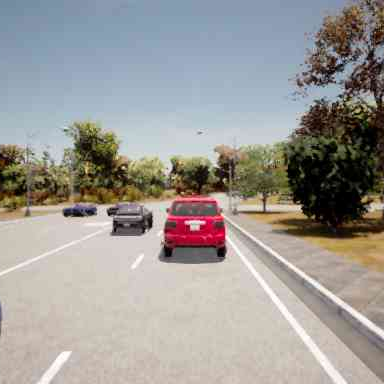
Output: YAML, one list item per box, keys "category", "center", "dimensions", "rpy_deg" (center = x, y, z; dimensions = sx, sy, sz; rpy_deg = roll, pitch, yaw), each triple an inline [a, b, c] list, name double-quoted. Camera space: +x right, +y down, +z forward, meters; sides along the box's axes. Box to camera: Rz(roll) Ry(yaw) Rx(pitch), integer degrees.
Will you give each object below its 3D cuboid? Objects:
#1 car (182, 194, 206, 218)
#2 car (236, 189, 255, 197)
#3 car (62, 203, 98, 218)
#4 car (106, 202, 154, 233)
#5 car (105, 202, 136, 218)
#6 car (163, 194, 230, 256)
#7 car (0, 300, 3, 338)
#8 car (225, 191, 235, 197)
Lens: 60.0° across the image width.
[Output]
- category: "car"
  center: [0.244, 1.285, 31.666]
  dimensions: [2.150, 2.045, 5.566]
  rpy_deg: [0, -1, 1]
- category: "car"
  center: [14.897, 0.242, 92.857]
  dimensions: [2.150, 2.045, 5.566]
  rpy_deg: [0, 3, 30]
- category: "car"
  center: [-10.427, 1.672, 31.192]
  dimensions: [1.895, 1.301, 4.718]
  rpy_deg: [0, 0, 2]
- category: "car"
  center: [-3.399, 1.512, 19.812]
  dimensions: [2.128, 1.511, 4.902]
  rpy_deg: [0, 0, 0]
- category: "car"
  center: [-6.890, 1.677, 32.417]
  dimensions: [1.895, 1.301, 4.718]
  rpy_deg: [0, 0, 2]
- category: "car"
  center: [0.096, 1.226, 13.276]
  dimensions: [2.150, 2.045, 5.566]
  rpy_deg: [0, 0, 0]
- category: "car"
  center: [-3.404, 1.220, 1.721]
  dimensions: [2.150, 2.045, 5.566]
  rpy_deg: [0, 0, 0]
- category: "car"
  center: [12.003, 0.547, 94.848]
  dimensions: [2.128, 1.511, 4.902]
  rpy_deg: [0, 3, 30]
